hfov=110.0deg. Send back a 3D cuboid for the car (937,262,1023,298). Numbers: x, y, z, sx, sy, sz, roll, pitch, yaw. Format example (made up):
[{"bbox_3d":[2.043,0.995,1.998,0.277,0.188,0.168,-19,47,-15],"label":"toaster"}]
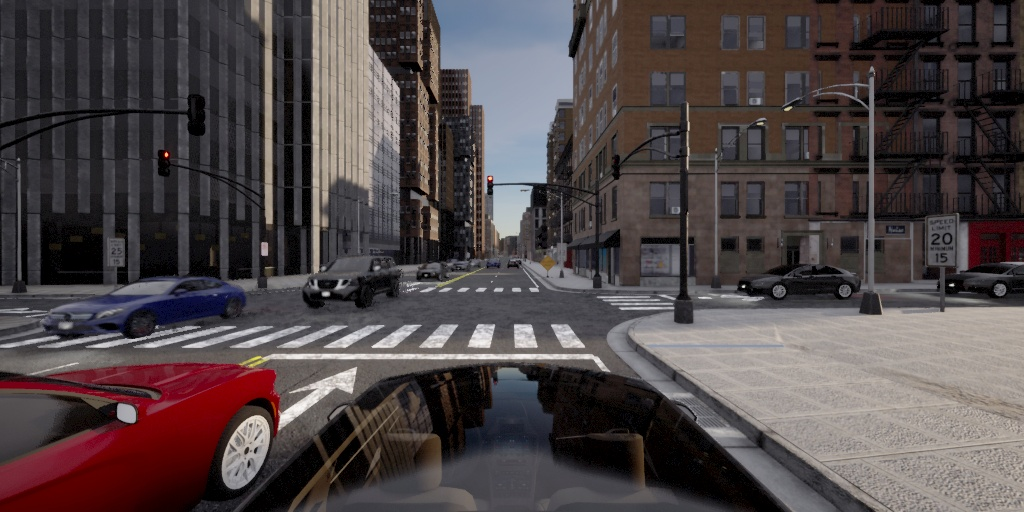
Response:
[{"bbox_3d":[22.301,1.048,16.197,4.892,1.490,1.837,0,0,0],"label":"car"}]

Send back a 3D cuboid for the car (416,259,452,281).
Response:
[{"bbox_3d":[-6.539,1.259,29.745,1.837,1.490,4.892,0,0,0],"label":"car"}]

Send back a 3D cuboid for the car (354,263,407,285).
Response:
[{"bbox_3d":[-9.819,1.300,27.400,2.033,1.411,5.357,0,0,1],"label":"car"}]

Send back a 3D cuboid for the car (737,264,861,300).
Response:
[{"bbox_3d":[12.904,1.116,16.278,4.892,1.490,1.837,0,0,-1],"label":"car"}]

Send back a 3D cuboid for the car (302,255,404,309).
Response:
[{"bbox_3d":[-6.584,0.991,15.460,2.150,2.045,5.566,-1,0,0],"label":"car"}]

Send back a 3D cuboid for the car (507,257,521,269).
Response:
[{"bbox_3d":[0.176,1.271,58.745,1.837,1.490,4.892,0,0,0],"label":"car"}]

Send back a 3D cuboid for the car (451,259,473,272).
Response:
[{"bbox_3d":[-6.495,1.324,45.458,1.994,1.385,4.181,0,0,0],"label":"car"}]

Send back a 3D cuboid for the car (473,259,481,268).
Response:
[{"bbox_3d":[-6.395,1.260,60.628,2.128,1.511,4.902,0,0,1],"label":"car"}]

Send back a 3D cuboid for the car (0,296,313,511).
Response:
[{"bbox_3d":[-3.153,1.228,1.421,1.882,1.535,5.008,0,0,0],"label":"car"}]

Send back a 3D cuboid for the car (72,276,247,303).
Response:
[{"bbox_3d":[-9.838,1.306,10.238,1.812,1.442,4.674,0,-1,0],"label":"car"}]

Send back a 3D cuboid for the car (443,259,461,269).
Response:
[{"bbox_3d":[-9.675,1.257,58.192,2.128,1.511,4.902,0,0,1],"label":"car"}]

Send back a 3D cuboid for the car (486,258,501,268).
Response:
[{"bbox_3d":[-3.068,1.119,59.494,2.097,1.767,4.553,0,0,1],"label":"car"}]

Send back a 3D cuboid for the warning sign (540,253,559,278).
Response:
[{"bbox_3d":[2.909,0.869,29.142,1.300,1.860,1.060,0,0,0],"label":"warning sign"}]
